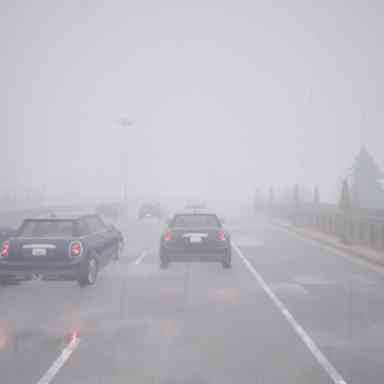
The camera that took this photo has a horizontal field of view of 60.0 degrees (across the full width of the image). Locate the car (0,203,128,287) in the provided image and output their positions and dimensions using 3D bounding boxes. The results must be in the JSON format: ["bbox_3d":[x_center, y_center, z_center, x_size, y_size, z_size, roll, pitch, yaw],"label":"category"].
[{"bbox_3d":[-3.399,1.359,9.526,2.097,1.767,4.553,0,0,0],"label":"car"}]

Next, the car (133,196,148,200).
[{"bbox_3d":[-8.637,1.391,55.185,2.097,1.767,4.553,0,0,19],"label":"car"}]

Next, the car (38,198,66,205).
[{"bbox_3d":[-18.728,1.574,44.634,1.812,1.442,4.674,0,0,12],"label":"car"}]

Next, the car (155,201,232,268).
[{"bbox_3d":[0.102,1.360,11.478,2.097,1.767,4.553,0,0,0],"label":"car"}]

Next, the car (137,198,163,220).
[{"bbox_3d":[-3.169,1.520,27.747,1.837,1.490,4.892,0,0,3],"label":"car"}]

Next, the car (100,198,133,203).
[{"bbox_3d":[-6.668,1.522,27.741,1.837,1.490,4.892,0,0,3],"label":"car"}]
